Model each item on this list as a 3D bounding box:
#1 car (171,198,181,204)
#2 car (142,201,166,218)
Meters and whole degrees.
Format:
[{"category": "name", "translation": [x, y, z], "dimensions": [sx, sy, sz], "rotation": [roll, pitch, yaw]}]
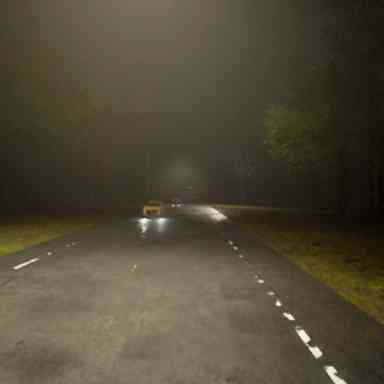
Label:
[{"category": "car", "translation": [-3.492, 2.037, 73.500], "dimensions": [1.994, 1.385, 4.181], "rotation": [0, -1, 0]}, {"category": "car", "translation": [-3.592, 1.622, 32.273], "dimensions": [1.882, 1.535, 5.008], "rotation": [0, 0, 0]}]
